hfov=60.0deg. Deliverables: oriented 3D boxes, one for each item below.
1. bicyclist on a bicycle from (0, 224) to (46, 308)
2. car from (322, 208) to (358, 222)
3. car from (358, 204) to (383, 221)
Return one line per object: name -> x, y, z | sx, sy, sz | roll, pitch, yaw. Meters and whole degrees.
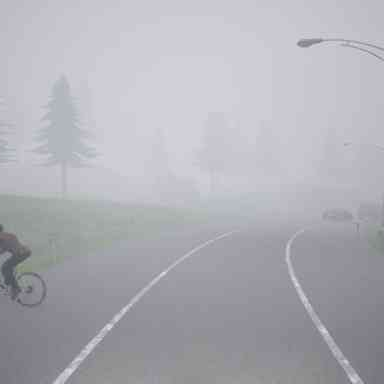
bicyclist on a bicycle -> -3.604, 1.440, 6.441 | 1.656, 1.620, 0.582 | -2, 0, 8
car -> 15.770, 2.405, 35.868 | 4.181, 1.385, 1.994 | 4, -1, -44
car -> 23.278, 2.590, 42.208 | 5.566, 2.045, 2.150 | 4, 0, -35
